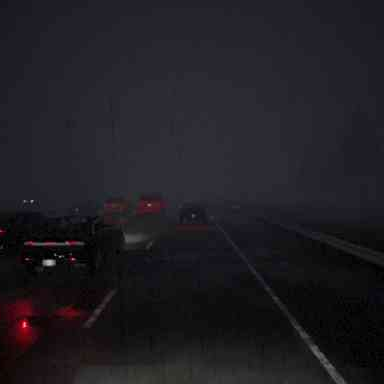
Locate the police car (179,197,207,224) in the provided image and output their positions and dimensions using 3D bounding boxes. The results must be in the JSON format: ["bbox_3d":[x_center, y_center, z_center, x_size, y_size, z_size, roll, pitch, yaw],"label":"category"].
[{"bbox_3d":[0.079,1.355,24.385,1.930,1.638,5.238,0,0,0],"label":"police car"}]

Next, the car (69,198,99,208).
[{"bbox_3d":[-10.481,1.431,32.398,1.812,1.442,4.674,0,0,-1],"label":"car"}]

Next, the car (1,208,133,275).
[{"bbox_3d":[-3.408,1.461,10.351,2.128,1.511,4.902,0,0,0],"label":"car"}]

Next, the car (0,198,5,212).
[{"bbox_3d":[-21.227,1.406,33.802,1.837,1.490,4.892,0,0,-1],"label":"car"}]

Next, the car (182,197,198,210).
[{"bbox_3d":[-0.309,1.407,41.340,1.812,1.442,4.674,0,0,-3],"label":"car"}]

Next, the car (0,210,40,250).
[{"bbox_3d":[-6.911,1.466,13.323,1.837,1.490,4.892,0,0,0],"label":"car"}]

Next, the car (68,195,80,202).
[{"bbox_3d":[-25.780,1.384,72.697,1.895,1.301,4.718,0,0,-12],"label":"car"}]

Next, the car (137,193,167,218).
[{"bbox_3d":[-3.440,1.137,29.354,2.150,2.045,5.566,0,0,0],"label":"car"}]

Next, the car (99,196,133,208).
[{"bbox_3d":[-6.970,1.260,31.669,2.097,1.767,4.553,0,0,-1],"label":"car"}]
